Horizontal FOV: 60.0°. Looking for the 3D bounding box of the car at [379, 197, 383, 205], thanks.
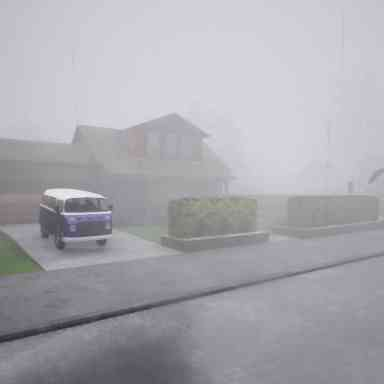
[{"bbox_3d":[24.700,0.985,41.441,3.866,1.878,1.905,0,0,0],"label":"car"}]
